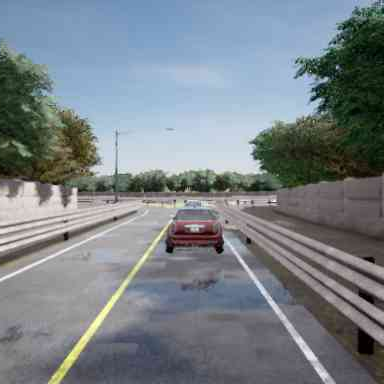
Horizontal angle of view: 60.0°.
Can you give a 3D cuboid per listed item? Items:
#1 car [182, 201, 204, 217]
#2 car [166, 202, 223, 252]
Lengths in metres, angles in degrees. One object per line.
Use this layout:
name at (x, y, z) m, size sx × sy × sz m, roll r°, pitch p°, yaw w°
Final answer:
car at (0.149, 1.680, 33.405) m, size 1.994 × 1.385 × 4.181 m, roll 2°, pitch -1°, yaw 1°
car at (0.100, 1.365, 14.033) m, size 2.097 × 1.767 × 4.553 m, roll 0°, pitch 0°, yaw 0°
